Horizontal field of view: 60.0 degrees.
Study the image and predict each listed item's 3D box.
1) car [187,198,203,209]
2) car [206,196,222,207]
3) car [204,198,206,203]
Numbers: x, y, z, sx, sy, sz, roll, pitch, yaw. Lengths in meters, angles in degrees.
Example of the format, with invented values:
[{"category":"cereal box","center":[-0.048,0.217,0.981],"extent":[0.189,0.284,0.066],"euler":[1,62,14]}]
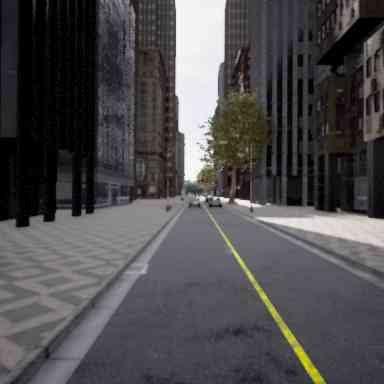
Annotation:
[{"category":"car","center":[0.428,1.634,48.698],"extent":[1.837,1.490,4.892],"euler":[0,0,1]},{"category":"car","center":[3.645,1.737,53.094],"extent":[1.994,1.385,4.181],"euler":[0,0,1]},{"category":"car","center":[3.758,1.756,73.114],"extent":[1.837,1.490,4.892],"euler":[0,0,1]}]
